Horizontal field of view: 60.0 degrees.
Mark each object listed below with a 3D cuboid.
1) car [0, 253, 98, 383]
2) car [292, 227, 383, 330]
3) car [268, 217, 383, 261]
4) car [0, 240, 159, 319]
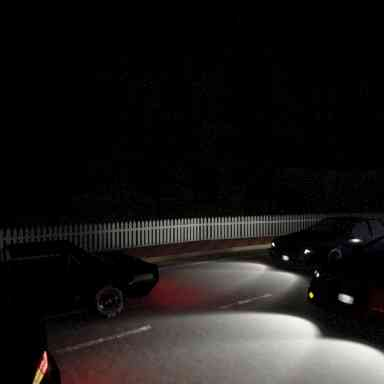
[{"bbox_3d":[-3.228,1.492,1.564,4.902,1.511,2.128,0,0,-35],"label":"car"},{"bbox_3d":[4.238,1.564,6.432,4.181,1.385,1.994,0,0,-30],"label":"car"},{"bbox_3d":[5.130,1.547,10.952,5.357,1.411,2.033,0,0,-26],"label":"car"},{"bbox_3d":[-3.071,1.601,5.871,4.718,1.301,1.895,0,0,-34],"label":"car"}]
